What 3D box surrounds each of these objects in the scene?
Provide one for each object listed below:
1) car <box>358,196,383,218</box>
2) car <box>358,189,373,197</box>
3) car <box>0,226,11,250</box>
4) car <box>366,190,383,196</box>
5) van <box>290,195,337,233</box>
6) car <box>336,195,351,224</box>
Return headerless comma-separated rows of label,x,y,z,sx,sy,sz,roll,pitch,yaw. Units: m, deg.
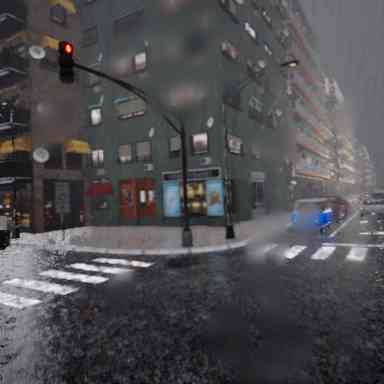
car,14.092,1.224,25.789,1.895,1.301,4.718,-3,-1,30
car,31.754,0.650,61.399,1.967,1.590,4.097,-3,-1,30
car,-10.236,2.049,15.397,4.313,1.339,1.947,-2,-2,30
car,23.068,0.829,41.190,1.837,1.490,4.892,-3,-1,30
van,6.684,1.239,18.433,1.690,1.788,3.998,-3,-1,30
car,9.468,1.135,23.207,2.192,1.841,5.009,-3,-1,30
